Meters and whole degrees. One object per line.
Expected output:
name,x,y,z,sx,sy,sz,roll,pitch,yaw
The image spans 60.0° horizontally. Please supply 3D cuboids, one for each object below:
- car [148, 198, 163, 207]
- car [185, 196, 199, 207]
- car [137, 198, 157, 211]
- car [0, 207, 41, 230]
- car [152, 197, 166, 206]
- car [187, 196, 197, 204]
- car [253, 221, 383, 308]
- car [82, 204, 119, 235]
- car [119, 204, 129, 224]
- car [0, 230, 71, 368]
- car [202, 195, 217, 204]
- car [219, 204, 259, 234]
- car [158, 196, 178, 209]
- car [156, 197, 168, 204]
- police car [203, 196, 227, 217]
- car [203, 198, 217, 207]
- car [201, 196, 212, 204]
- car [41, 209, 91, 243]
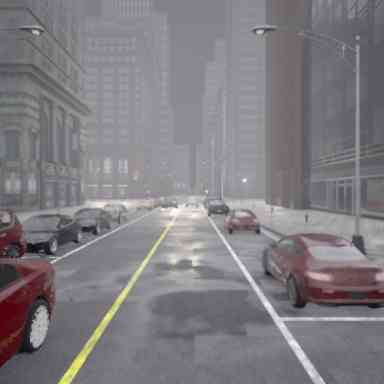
car,-5.754,1.610,52.723,1.947,1.339,4.313,0,0,0
car,0.012,1.566,50.493,1.812,1.442,4.674,0,0,0
car,-5.757,1.554,41.280,1.752,1.417,4.829,0,0,0
car,-5.764,1.319,7.631,2.192,1.841,5.009,0,0,0
car,-5.753,1.618,58.360,1.947,1.339,4.313,0,0,0
car,0.015,1.599,66.435,1.812,1.442,4.674,0,0,0
car,2.762,1.586,7.635,1.802,1.307,4.206,0,0,0
car,-5.761,1.575,18.904,1.947,1.339,4.313,0,0,0
car,-5.760,1.564,24.540,2.008,1.369,4.403,0,0,0
car,-3.099,1.479,3.288,1.882,1.535,5.008,0,0,0
car,2.767,1.344,41.452,2.192,1.841,5.009,0,0,0
car,2.764,1.591,18.907,1.802,1.307,4.206,0,0,0
car,-3.073,1.387,46.324,2.097,1.767,4.553,0,0,0
car,-5.752,1.612,63.997,2.008,1.369,4.403,0,0,0
police car,2.373,1.444,31.543,1.930,1.638,5.238,0,0,0
car,2.771,1.609,52.724,1.947,1.339,4.313,0,0,0
car,2.773,1.501,63.997,1.967,1.590,4.097,0,0,0
car,-5.762,1.572,13.267,1.947,1.339,4.313,0,0,0
